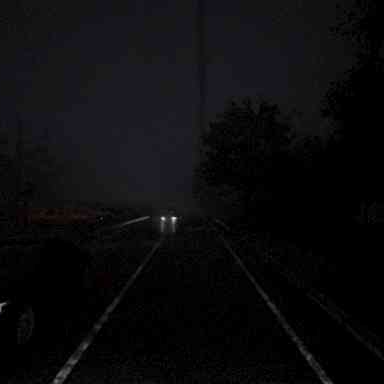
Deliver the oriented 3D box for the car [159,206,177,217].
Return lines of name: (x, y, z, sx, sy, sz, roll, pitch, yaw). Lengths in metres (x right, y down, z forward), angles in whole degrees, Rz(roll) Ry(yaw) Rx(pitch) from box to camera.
car: (-3.296, 2.842, 48.223, 1.837, 1.490, 4.892, 0, -3, 0)

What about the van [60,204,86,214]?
van: (-23.231, 3.292, 64.928, 4.442, 1.987, 1.878, 0, -3, 0)

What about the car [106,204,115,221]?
car: (-10.316, 2.153, 31.619, 5.008, 1.535, 2.097, 0, -2, 0)

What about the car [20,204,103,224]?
car: (-10.131, 1.963, 26.081, 5.366, 1.575, 1.946, 0, -2, 0)

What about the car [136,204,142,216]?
car: (-10.294, 2.823, 48.259, 5.008, 1.535, 2.097, 0, -2, 0)

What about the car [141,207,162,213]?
car: (-10.237, 4.624, 84.284, 4.892, 1.521, 2.231, 0, -3, 0)

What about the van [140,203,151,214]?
van: (-10.158, 3.051, 59.364, 4.442, 1.987, 1.878, 0, -2, 0)

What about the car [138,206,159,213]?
car: (-10.219, 4.181, 78.747, 4.553, 1.767, 2.185, 0, -3, 0)

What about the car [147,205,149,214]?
car: (-10.281, 3.203, 56.579, 4.674, 1.452, 2.002, 0, -2, 0)

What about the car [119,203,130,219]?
car: (-10.274, 2.118, 37.174, 5.566, 2.045, 2.435, 0, -2, 0)

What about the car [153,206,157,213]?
car: (-10.296, 3.266, 64.896, 5.566, 2.045, 2.435, 0, -3, 0)

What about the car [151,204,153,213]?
car: (-10.300, 3.419, 62.133, 4.792, 1.488, 2.163, 0, -3, 0)

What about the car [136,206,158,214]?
car: (-10.222, 4.023, 75.976, 4.553, 1.767, 2.185, 0, -3, 0)

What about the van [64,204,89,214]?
van: (-23.460, 3.457, 67.827, 4.442, 1.987, 1.878, 0, -3, 0)

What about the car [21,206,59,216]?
car: (-23.359, 2.944, 51.230, 4.892, 1.521, 2.231, 0, -2, 0)

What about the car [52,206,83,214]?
car: (-23.356, 3.395, 62.301, 5.008, 1.535, 2.097, 0, -2, 0)

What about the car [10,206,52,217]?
car: (-23.363, 2.830, 48.462, 5.008, 1.535, 2.097, 0, -2, 0)

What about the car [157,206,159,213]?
car: (-10.252, 3.991, 73.197, 5.008, 1.535, 2.097, 0, -3, 0)

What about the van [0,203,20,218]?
van: (-23.495, 2.265, 40.168, 4.442, 1.987, 1.878, 0, -2, 0)

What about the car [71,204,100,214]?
car: (-23.309, 3.740, 73.235, 5.566, 2.045, 2.435, 0, -3, 0)

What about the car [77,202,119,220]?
car: (-10.337, 2.133, 34.399, 4.553, 1.767, 2.185, 0, -2, 0)

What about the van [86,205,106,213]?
van: (-23.443, 4.238, 81.531, 4.442, 1.987, 1.878, 0, -3, 0)

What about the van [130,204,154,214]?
van: (-10.147, 3.449, 67.666, 4.442, 1.987, 1.878, 0, -3, 0)

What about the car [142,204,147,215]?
car: (-10.252, 3.079, 53.804, 4.792, 1.488, 2.163, 0, -2, 0)

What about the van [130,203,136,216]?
van: (-10.409, 2.484, 45.494, 4.442, 1.987, 1.878, 0, -2, 0)

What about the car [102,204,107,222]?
car: (-10.319, 2.056, 28.849, 4.892, 1.521, 2.231, 0, -2, 0)

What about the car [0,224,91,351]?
car: (-3.346, 1.601, 6.455, 1.812, 1.442, 4.674, 0, -1, 0)

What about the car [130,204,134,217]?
car: (-10.298, 2.636, 42.709, 4.674, 1.452, 2.002, 0, -2, 0)

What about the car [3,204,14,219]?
car: (-23.376, 2.379, 37.390, 4.892, 1.521, 2.231, 0, -2, 0)

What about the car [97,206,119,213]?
car: (-23.284, 4.850, 92.721, 5.566, 2.045, 2.435, 0, -3, 0)

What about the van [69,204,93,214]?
van: (-23.457, 3.608, 70.468, 4.442, 1.987, 1.878, 0, -3, 0)

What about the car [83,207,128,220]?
car: (-10.329, 2.512, 39.937, 4.792, 1.488, 2.163, 0, -2, 0)

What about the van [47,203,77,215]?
van: (-23.237, 3.057, 59.542, 4.442, 1.987, 1.878, 0, -2, 0)

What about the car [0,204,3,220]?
car: (-23.201, 2.263, 34.624, 5.366, 1.575, 1.946, 0, -2, 0)

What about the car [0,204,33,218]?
car: (-23.344, 2.478, 42.931, 4.553, 1.767, 2.185, 0, -2, 0)
